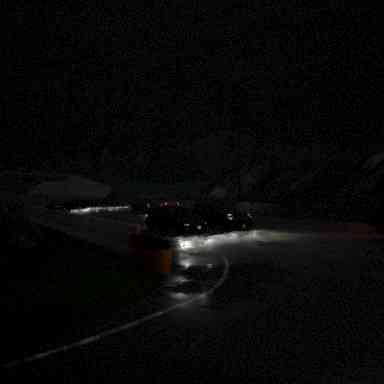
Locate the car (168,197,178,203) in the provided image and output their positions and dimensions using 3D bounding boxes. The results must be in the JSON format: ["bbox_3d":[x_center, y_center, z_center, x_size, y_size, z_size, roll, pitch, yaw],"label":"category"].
[{"bbox_3d":[-3.409,1.400,40.707,2.097,1.767,4.553,0,0,-36],"label":"car"}]

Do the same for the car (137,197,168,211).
[{"bbox_3d":[-5.056,1.425,37.021,2.097,1.767,4.553,0,0,-36],"label":"car"}]

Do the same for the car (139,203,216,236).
[{"bbox_3d":[-1.019,1.626,19.587,1.837,1.490,4.892,0,0,-36],"label":"car"}]

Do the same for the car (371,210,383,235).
[{"bbox_3d":[11.045,1.674,14.914,1.895,1.301,4.718,0,0,-36],"label":"car"}]

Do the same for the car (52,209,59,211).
[{"bbox_3d":[-16.104,1.648,40.332,1.812,1.442,4.674,-1,0,-36],"label":"car"}]

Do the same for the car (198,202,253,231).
[{"bbox_3d":[1.808,1.449,21.649,2.097,1.767,4.553,0,0,-36],"label":"car"}]

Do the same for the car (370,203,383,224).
[{"bbox_3d":[12.676,1.400,18.619,2.097,1.767,4.553,0,0,-36],"label":"car"}]
